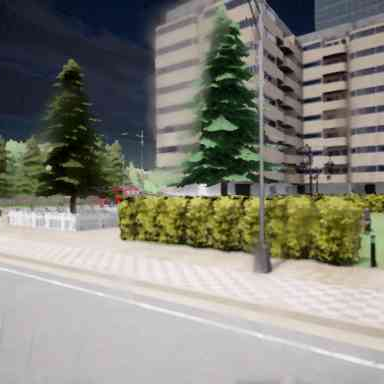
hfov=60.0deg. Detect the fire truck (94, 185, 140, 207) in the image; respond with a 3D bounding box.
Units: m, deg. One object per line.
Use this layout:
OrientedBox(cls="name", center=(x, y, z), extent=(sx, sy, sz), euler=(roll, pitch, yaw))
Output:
OrientedBox(cls="fire truck", center=(-13.310, 0.663, 59.689), extent=(2.891, 3.827, 8.468), euler=(-1, 0, 36))
